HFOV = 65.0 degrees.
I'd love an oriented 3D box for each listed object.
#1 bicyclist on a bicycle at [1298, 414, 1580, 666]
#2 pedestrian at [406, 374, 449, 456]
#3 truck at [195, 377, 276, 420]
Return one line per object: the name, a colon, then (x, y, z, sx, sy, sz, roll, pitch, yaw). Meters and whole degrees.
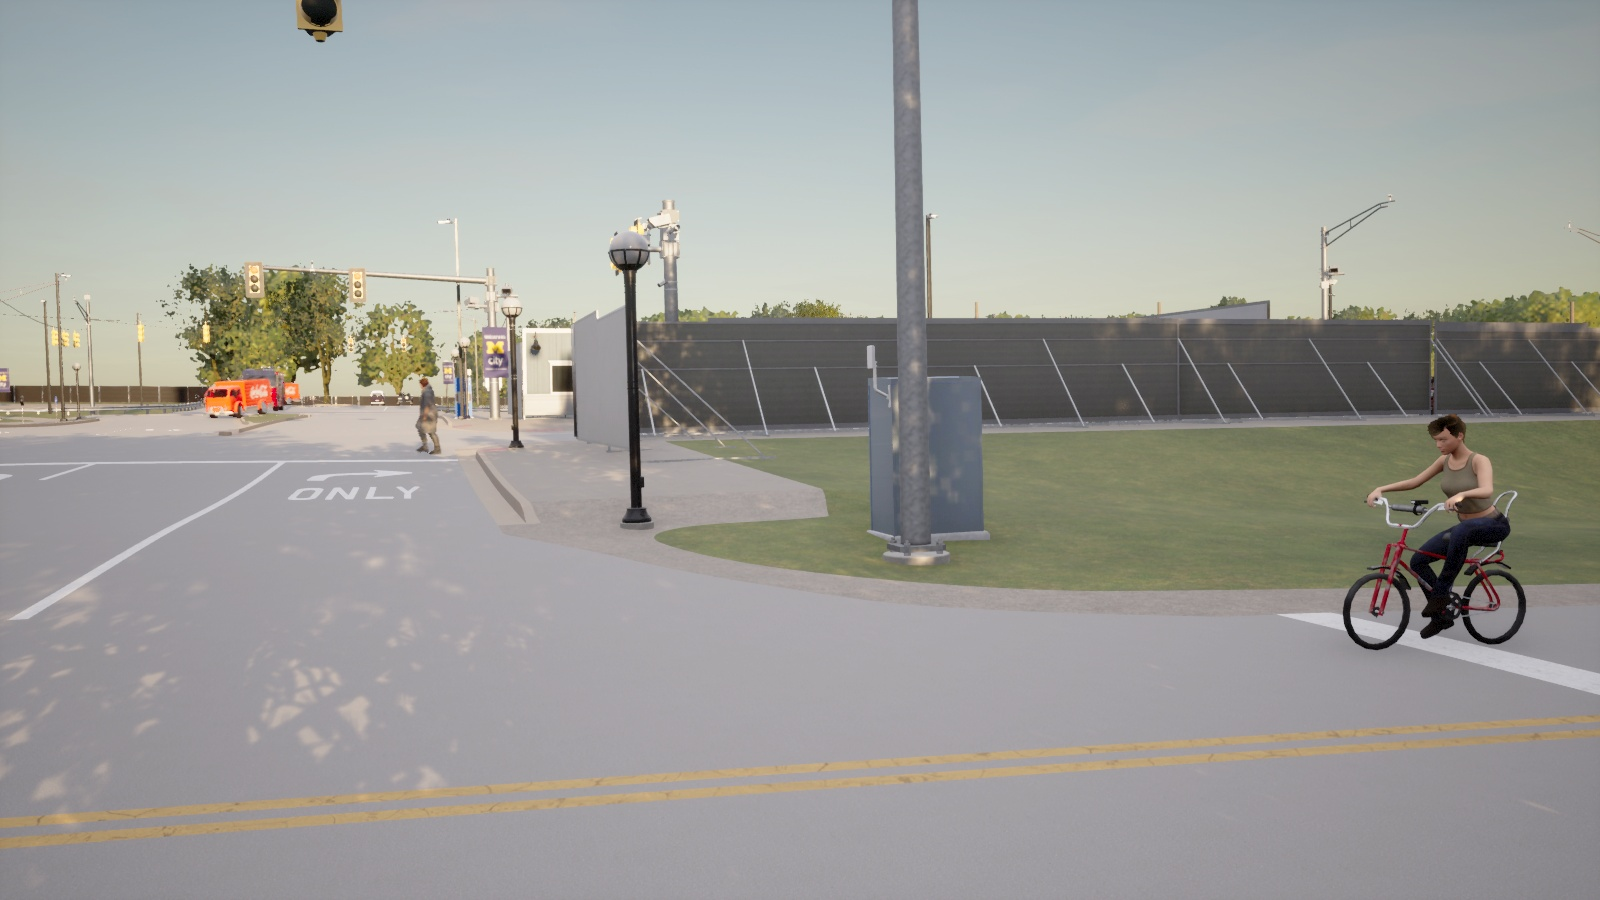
bicyclist on a bicycle: (4.373, 0.568, 8.649, 1.509, 1.612, 0.866, 0, 1, -14)
pedestrian: (-9.017, -0.848, 30.449, 0.873, 1.952, 0.659, -2, 2, -10)
truck: (-37.954, -3.511, 84.640, 2.627, 2.467, 5.204, -1, 6, 4)
